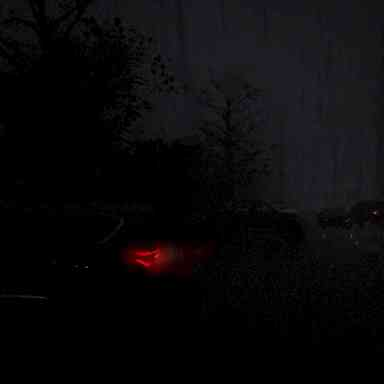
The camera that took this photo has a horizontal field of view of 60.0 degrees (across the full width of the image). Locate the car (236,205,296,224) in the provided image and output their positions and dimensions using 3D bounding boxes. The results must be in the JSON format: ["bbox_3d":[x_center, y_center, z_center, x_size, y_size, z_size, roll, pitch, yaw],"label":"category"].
[{"bbox_3d":[6.925,2.066,31.279,5.366,1.575,1.946,0,-2,15],"label":"car"}]

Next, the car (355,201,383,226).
[{"bbox_3d":[15.165,1.829,28.774,2.150,2.045,5.566,0,-2,16],"label":"car"}]

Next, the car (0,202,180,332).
[{"bbox_3d":[-3.025,1.237,6.543,5.566,2.045,2.150,0,1,7],"label":"car"}]

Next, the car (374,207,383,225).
[{"bbox_3d":[19.680,2.179,30.004,5.366,1.575,1.946,0,-2,15],"label":"car"}]

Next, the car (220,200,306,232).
[{"bbox_3d":[4.919,1.571,23.152,5.566,2.045,2.435,0,-1,15],"label":"car"}]

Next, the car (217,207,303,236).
[{"bbox_3d":[4.169,1.760,20.457,4.892,1.521,2.231,0,-1,15],"label":"car"}]

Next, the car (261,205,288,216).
[{"bbox_3d":[14.159,3.130,57.021,4.553,1.767,2.185,0,-3,16],"label":"car"}]

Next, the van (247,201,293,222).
[{"bbox_3d":[7.957,1.940,33.899,4.442,1.987,1.878,0,-2,15],"label":"van"}]

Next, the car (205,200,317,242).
[{"bbox_3d":[3.498,1.450,17.879,5.566,2.045,2.435,0,-1,15],"label":"car"}]

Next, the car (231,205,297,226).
[{"bbox_3d":[6.221,1.981,28.714,5.366,1.575,1.946,0,-2,15],"label":"car"}]

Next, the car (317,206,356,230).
[{"bbox_3d":[10.576,1.923,24.865,1.882,1.535,5.008,0,-2,16],"label":"car"}]
